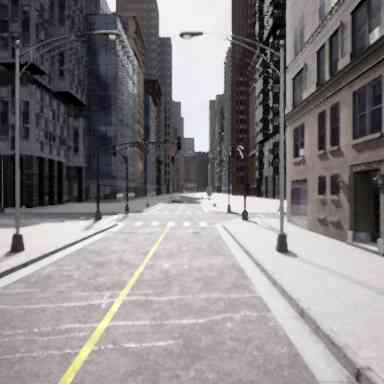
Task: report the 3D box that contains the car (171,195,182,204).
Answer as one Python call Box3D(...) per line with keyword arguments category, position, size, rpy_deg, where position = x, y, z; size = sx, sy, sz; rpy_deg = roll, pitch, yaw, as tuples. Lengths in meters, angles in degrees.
Box3D(category="car", position=(-2.983, 1.419, 63.392), size=(1.882, 1.535, 5.008), rpy_deg=(0, 1, 0))
